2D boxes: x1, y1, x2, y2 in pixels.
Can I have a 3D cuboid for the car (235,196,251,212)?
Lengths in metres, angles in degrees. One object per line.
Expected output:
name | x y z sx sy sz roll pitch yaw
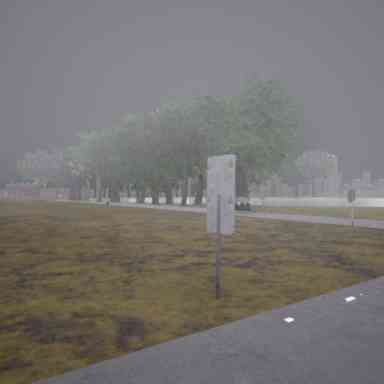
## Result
car | 4.426 1.268 37.194 2.097 1.767 4.553 1 -1 -35
